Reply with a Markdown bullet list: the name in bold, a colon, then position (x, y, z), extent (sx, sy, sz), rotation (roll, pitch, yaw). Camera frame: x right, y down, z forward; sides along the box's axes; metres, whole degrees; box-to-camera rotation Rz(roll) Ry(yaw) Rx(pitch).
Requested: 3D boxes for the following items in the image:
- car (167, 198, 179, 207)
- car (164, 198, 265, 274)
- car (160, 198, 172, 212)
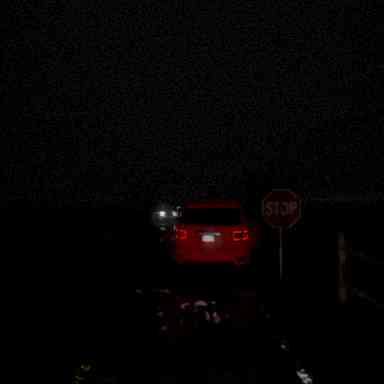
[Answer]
- **car**: position (-3.274, 1.829, 58.946), extent (2.033, 1.411, 5.357), rotation (0, 0, -2)
- **car**: position (1.112, 1.267, 11.010), extent (2.150, 2.045, 5.566), rotation (-1, 0, 15)
- **car**: position (-2.895, 1.698, 42.075), extent (1.837, 1.490, 4.892), rotation (0, 0, -1)
